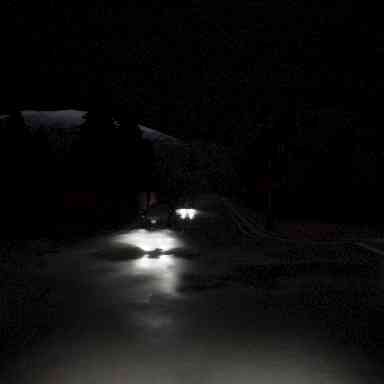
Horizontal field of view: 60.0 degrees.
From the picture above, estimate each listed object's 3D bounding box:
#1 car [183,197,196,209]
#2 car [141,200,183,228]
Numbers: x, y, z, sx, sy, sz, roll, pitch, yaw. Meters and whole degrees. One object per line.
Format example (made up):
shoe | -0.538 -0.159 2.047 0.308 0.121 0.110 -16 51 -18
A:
car | -0.521 1.487 45.399 2.128 1.511 4.902 0 0 4
car | -2.099 1.489 22.077 2.128 1.511 4.902 0 0 4
